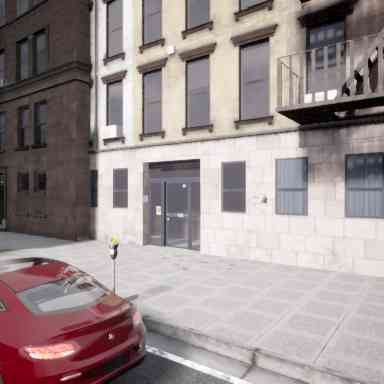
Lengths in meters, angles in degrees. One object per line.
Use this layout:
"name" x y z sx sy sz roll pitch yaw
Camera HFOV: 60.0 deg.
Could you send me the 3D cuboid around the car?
"car" -2.473 1.583 4.573 4.206 1.307 1.802 0 0 36
